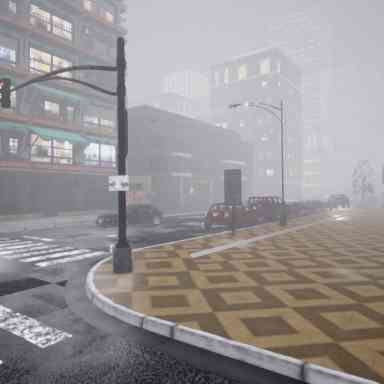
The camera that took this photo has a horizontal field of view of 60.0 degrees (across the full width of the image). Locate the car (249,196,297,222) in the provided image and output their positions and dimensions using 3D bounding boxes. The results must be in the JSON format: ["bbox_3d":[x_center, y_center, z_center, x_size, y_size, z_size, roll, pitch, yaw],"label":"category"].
[{"bbox_3d":[5.821,1.215,25.241,2.192,1.841,5.009,-1,0,36],"label":"car"}]

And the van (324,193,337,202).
[{"bbox_3d":[29.345,1.228,70.436,1.690,1.788,3.998,-1,0,36],"label":"van"}]

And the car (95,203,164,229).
[{"bbox_3d":[-3.868,1.492,21.222,1.837,1.490,4.892,-1,0,36],"label":"car"}]

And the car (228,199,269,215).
[{"bbox_3d":[5.975,1.499,34.568,2.033,1.411,5.357,-1,0,36],"label":"car"}]

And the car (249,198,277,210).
[{"bbox_3d":[9.335,1.488,43.285,1.752,1.417,4.829,-1,0,36],"label":"car"}]

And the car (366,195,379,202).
[{"bbox_3d":[35.689,1.333,65.761,1.887,1.381,4.507,-1,0,36],"label":"car"}]

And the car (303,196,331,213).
[{"bbox_3d":[12.461,1.421,34.245,1.887,1.381,4.507,-1,0,36],"label":"car"}]

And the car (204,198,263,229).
[{"bbox_3d":[2.504,1.352,20.739,1.967,1.590,4.097,-1,0,36],"label":"car"}]

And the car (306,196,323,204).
[{"bbox_3d":[22.609,1.438,61.295,1.752,1.417,4.829,-1,0,36],"label":"car"}]

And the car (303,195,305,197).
[{"bbox_3d":[15.276,1.518,47.049,1.895,1.301,4.718,-1,0,37],"label":"car"}]

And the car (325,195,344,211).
[{"bbox_3d":[15.779,1.415,38.747,2.008,1.369,4.403,-1,0,36],"label":"car"}]

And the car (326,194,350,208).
[{"bbox_3d":[19.095,1.167,43.250,2.192,1.841,5.009,-1,0,36],"label":"car"}]

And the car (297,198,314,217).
[{"bbox_3d":[9.142,1.470,29.742,1.802,1.307,4.206,-1,0,36],"label":"car"}]
